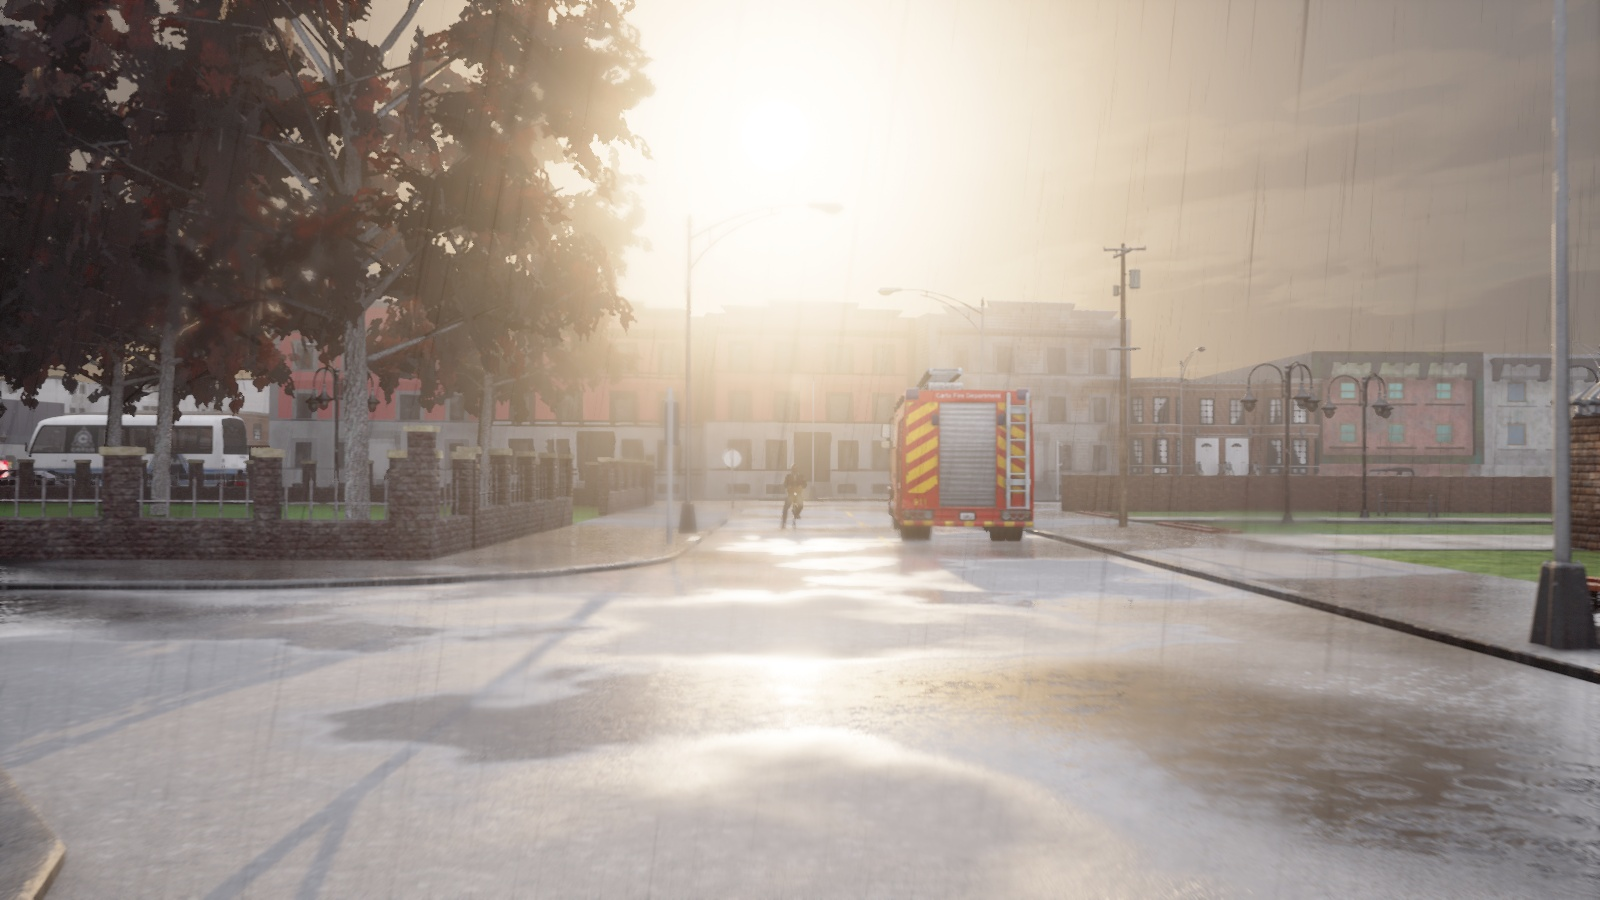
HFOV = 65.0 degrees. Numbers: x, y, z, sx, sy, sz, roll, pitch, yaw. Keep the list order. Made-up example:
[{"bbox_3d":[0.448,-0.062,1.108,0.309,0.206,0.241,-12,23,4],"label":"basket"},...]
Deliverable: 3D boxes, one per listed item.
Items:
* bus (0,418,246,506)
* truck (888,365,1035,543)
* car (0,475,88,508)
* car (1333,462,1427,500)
[{"bbox_3d":[-33.983,0.635,63.393,10.273,4.253,3.944,0,-1,0],"label":"bus"},{"bbox_3d":[3.767,0.159,31.286,2.891,3.827,8.468,0,-1,2],"label":"truck"},{"bbox_3d":[-35.989,1.966,59.366,3.633,1.501,1.845,0,-1,0],"label":"car"},{"bbox_3d":[29.308,1.557,63.559,3.866,1.878,1.905,0,-1,0],"label":"car"}]
